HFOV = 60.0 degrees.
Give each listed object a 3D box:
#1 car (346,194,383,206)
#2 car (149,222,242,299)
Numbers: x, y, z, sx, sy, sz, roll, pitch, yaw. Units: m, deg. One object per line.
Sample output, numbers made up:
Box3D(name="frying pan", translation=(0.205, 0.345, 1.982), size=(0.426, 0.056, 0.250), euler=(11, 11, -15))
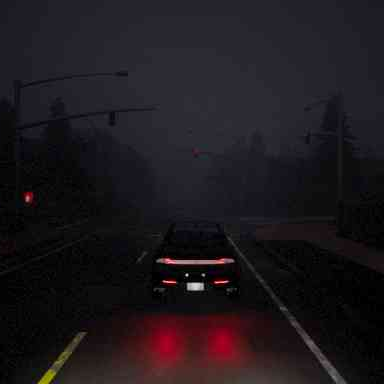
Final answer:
Box3D(name="car", translation=(15.876, 1.202, 28.946), size=(5.566, 2.045, 2.150), euler=(0, 0, -8))
Box3D(name="car", translation=(0.082, 1.492, 8.423), size=(2.128, 1.511, 4.902), euler=(0, 0, 0))
